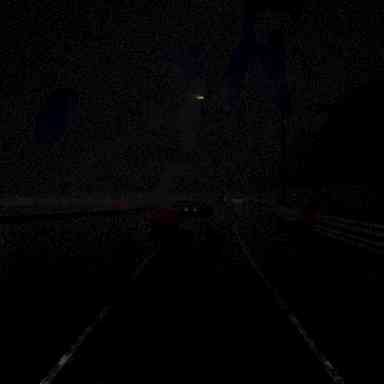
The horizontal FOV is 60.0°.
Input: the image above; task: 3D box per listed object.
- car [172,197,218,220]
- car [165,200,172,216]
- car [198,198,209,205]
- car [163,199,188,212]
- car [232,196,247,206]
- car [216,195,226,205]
[{"bbox_3d":[0.350,1.550,30.137,2.097,1.767,4.553,0,-1,23],"label":"car"},{"bbox_3d":[-1.287,1.786,35.375,1.994,1.385,4.181,0,0,21],"label":"car"},{"bbox_3d":[2.449,2.032,72.926,2.128,1.511,4.902,0,0,0],"label":"car"},{"bbox_3d":[-2.102,1.779,43.727,1.837,1.490,4.892,1,0,16],"label":"car"},{"bbox_3d":[9.186,1.735,66.625,2.150,2.045,5.566,1,0,3],"label":"car"},{"bbox_3d":[5.834,1.734,69.759,2.150,2.045,5.566,0,0,0],"label":"car"}]
